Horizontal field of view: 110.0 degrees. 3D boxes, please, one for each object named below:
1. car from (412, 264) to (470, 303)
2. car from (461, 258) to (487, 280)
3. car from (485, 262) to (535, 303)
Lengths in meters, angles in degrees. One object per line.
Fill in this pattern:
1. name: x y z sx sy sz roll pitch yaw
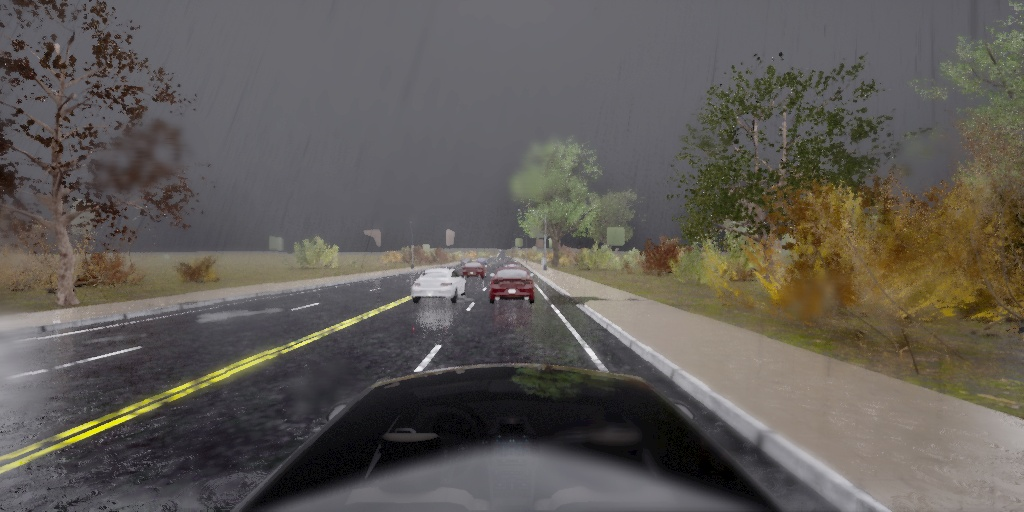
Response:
1. car: -3.250 1.277 16.503 1.812 1.442 4.674 0 0 0
2. car: -3.250 1.215 31.504 1.882 1.535 5.008 0 0 0
3. car: 0.000 1.228 16.503 1.882 1.535 5.008 0 0 0
